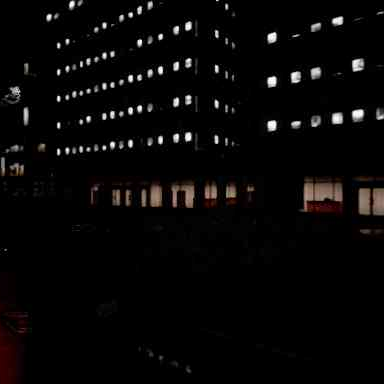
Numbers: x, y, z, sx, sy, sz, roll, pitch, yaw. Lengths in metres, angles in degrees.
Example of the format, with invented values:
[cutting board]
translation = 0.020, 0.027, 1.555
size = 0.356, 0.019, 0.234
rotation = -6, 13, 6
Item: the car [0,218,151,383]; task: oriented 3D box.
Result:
[car]
translation = -2.841, 1.315, 4.897
size = 5.009, 1.841, 2.192
rotation = 0, 0, 36
